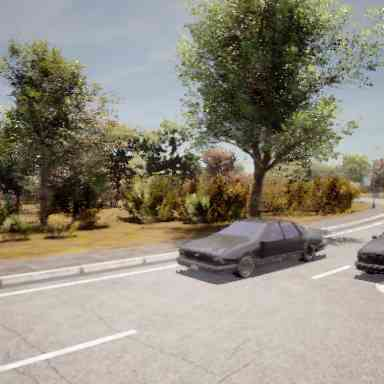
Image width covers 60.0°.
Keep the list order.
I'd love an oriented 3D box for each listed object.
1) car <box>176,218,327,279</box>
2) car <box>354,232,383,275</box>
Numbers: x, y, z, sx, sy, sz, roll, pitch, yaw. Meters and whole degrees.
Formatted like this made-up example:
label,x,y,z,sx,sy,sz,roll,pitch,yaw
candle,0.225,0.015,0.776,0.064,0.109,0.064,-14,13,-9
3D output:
label,x,y,z,sx,sy,sz,roll,pitch,yaw
car,2.103,1.540,10.279,5.357,1.411,2.033,0,0,-40
car,6.679,1.520,9.599,5.357,1.411,2.033,0,0,-41
